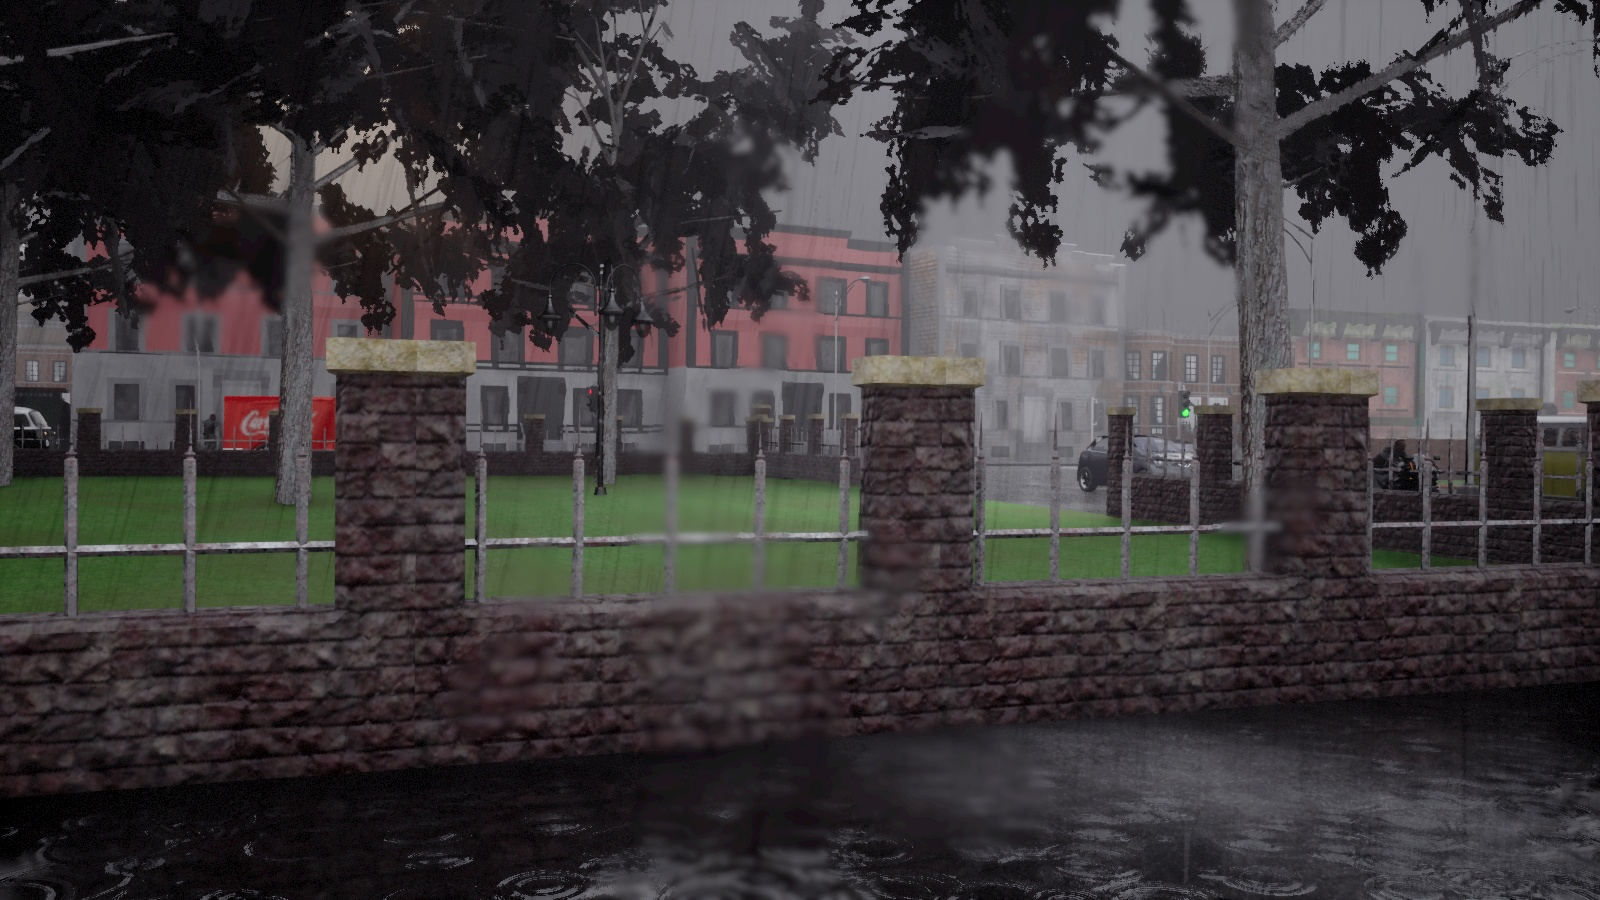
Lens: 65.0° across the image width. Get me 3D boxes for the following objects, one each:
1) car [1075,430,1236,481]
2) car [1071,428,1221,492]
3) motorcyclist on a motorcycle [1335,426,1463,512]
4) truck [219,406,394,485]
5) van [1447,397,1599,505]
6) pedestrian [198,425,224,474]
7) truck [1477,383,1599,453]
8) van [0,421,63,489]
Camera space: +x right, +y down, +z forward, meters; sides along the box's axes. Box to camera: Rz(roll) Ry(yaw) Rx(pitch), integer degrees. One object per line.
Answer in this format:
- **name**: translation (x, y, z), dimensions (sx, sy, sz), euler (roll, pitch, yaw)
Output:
- **car**: translation (10.591, 0.114, 37.926), dimensions (2.033, 1.411, 5.357), euler (-1, 1, -18)
- **car**: translation (8.567, 0.208, 31.409), dimensions (1.845, 1.501, 3.633), euler (-1, 1, -20)
- **motorcyclist on a motorcycle**: translation (11.227, 0.327, 23.635), dimensions (0.866, 1.530, 2.191), euler (-1, 1, -21)
- **truck**: translation (-16.271, -0.192, 41.748), dimensions (5.204, 2.467, 2.627), euler (-1, 1, -18)
- **van**: translation (15.102, -0.011, 24.553), dimensions (1.775, 1.987, 4.442), euler (-1, 1, -16)
- **pedestrian**: translation (-22.910, -0.040, 48.860), dimensions (0.849, 1.883, 0.563), euler (-1, 1, -19)
- **truck**: translation (39.333, -1.667, 65.019), dimensions (7.936, 3.462, 2.891), euler (-1, 1, -19)
- **van**: translation (-25.457, 0.169, 38.585), dimensions (4.480, 2.038, 2.069), euler (-1, 1, -19)
